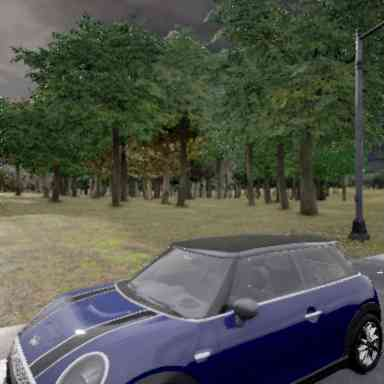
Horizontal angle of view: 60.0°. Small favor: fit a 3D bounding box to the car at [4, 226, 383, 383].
[{"bbox_3d":[0.302,1.379,4.099,4.553,1.767,2.097,0,0,-34],"label":"car"}]
